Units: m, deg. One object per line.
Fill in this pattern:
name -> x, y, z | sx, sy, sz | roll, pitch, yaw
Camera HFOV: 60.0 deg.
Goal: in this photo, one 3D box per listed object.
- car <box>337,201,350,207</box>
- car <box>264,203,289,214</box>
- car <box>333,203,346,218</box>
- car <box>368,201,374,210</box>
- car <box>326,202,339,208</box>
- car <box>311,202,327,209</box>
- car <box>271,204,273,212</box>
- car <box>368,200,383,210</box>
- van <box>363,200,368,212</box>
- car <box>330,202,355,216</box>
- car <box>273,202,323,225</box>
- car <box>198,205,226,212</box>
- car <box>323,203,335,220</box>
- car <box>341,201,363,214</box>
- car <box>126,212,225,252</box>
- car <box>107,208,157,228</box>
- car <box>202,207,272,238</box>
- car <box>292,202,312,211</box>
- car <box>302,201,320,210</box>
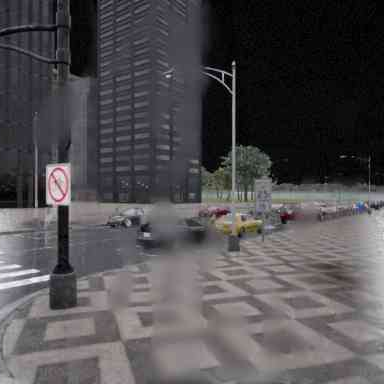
car -> 38.346, 3.038, 84.179 | 2.008, 1.369, 4.403 | -1, -1, 35
car -> 12.134, 2.306, 47.418 | 2.008, 1.369, 4.403 | -1, -2, 35
car -> 15.800, 2.246, 37.874 | 1.802, 1.307, 4.206 | -1, -2, 36
car -> 28.903, 2.592, 56.251 | 2.008, 1.369, 4.403 | -1, -2, 35
car -> 31.794, 2.892, 74.989 | 1.802, 1.307, 4.206 | -1, -2, 35
car -> 25.240, 2.673, 65.799 | 1.887, 1.381, 4.507 | -1, -2, 35
car -> 8.858, 2.210, 42.824 | 2.008, 1.369, 4.403 | -1, -2, 35
car -> 35.455, 2.540, 65.447 | 2.192, 1.841, 5.009 | -1, -2, 35
van -> 25.625, 2.290, 51.660 | 1.690, 1.788, 3.998 | -1, -2, 35
car -> 19.072, 2.304, 42.465 | 1.887, 1.381, 4.507 | -1, -2, 35
car -> 9.242, 1.792, 28.685 | 2.192, 1.841, 5.009 | -1, -2, 35
car -> 2.307, 2.016, 33.634 | 1.887, 1.381, 4.507 | -1, -2, 35
car -> 12.519, 2.114, 33.274 | 1.887, 1.381, 4.507 | -1, -2, 35
car -> 22.349, 2.295, 47.063 | 1.967, 1.590, 4.097 | -1, -2, 35
car -> -0.585, 1.775, 14.893 | 1.947, 1.339, 4.313 | -1, -2, 35
car -> -4.245, 1.842, 24.443 | 2.008, 1.369, 4.403 | -1, -1, 35
car -> 2.789, 1.824, 19.627 | 1.752, 1.417, 4.829 | -1, -2, 35
car -> 18.687, 2.494, 56.609 | 2.008, 1.369, 4.403 | -1, -2, 35
car -> 21.963, 2.477, 61.206 | 1.967, 1.590, 4.097 | -1, -2, 35
